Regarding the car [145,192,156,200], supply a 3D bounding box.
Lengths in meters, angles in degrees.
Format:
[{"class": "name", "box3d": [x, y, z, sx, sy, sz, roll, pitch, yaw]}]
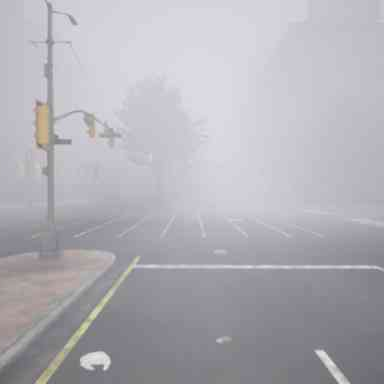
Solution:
[{"class": "car", "box3d": [-7.905, 0.788, 65.784, 1.812, 1.442, 4.674, 0, 1, 0]}]

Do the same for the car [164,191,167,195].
[{"class": "car", "box3d": [-7.868, 0.368, 91.397, 2.128, 1.511, 4.902, 0, 1, 0]}]

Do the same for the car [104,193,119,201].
[{"class": "car", "box3d": [-14.662, 0.909, 60.641, 1.895, 1.301, 4.718, 0, 1, 0]}]
